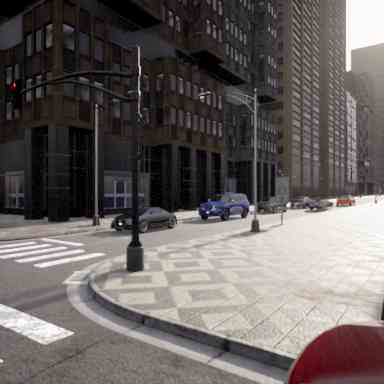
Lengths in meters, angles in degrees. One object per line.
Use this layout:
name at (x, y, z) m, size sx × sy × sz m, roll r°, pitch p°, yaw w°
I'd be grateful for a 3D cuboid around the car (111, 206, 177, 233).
car at (-2.712, 1.536, 19.519) m, size 1.994 × 1.385 × 4.181 m, roll 0°, pitch 0°, yaw 35°

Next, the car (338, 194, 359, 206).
car at (24.074, 1.232, 51.884) m, size 2.097 × 1.767 × 4.553 m, roll 0°, pitch 0°, yaw 35°

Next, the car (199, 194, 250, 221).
car at (2.772, 1.173, 27.286) m, size 2.150 × 2.045 × 5.566 m, roll 0°, pitch 0°, yaw 35°

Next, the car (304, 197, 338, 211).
car at (15.538, 1.463, 39.804) m, size 2.033 × 1.411 × 5.357 m, roll 0°, pitch 0°, yaw 35°

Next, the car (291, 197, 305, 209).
car at (14.389, 1.397, 43.649) m, size 2.128 × 1.511 × 4.902 m, roll 0°, pitch 0°, yaw 35°

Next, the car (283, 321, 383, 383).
car at (2.718, 1.314, 1.022) m, size 5.009 × 1.841 × 2.192 m, roll 0°, pitch 0°, yaw 35°

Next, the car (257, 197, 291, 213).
car at (8.407, 1.282, 35.242) m, size 2.097 × 1.767 × 4.553 m, roll 0°, pitch 0°, yaw 35°
